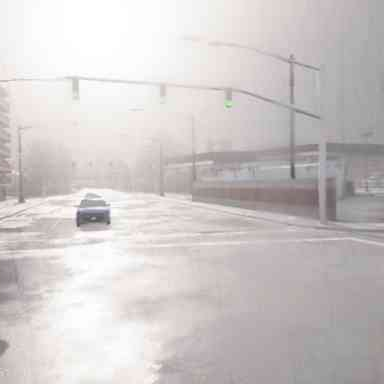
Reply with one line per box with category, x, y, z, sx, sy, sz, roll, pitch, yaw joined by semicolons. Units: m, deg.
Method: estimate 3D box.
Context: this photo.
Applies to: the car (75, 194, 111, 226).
car;-6.136;1.131;20.619;1.882;1.535;5.008;-1;1;-17
